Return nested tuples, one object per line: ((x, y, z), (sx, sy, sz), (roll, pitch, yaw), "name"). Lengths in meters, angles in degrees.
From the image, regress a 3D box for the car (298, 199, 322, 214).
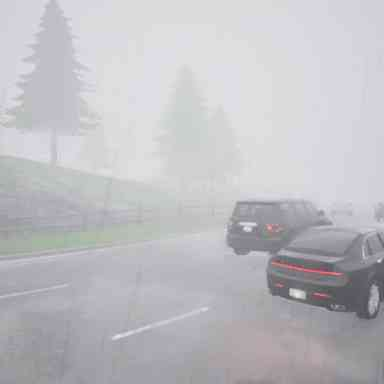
((13.548, 1.596, 38.037), (2.033, 1.411, 5.357), (-1, 0, 26), "car")

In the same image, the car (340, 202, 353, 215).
((14.569, 1.620, 32.160), (1.895, 1.301, 4.718), (-1, 0, 26), "car")

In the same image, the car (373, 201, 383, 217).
((15.461, 1.482, 26.138), (2.128, 1.511, 4.902), (0, 0, 27), "car")

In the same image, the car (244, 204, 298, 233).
((5.227, 1.593, 21.350), (2.033, 1.411, 5.357), (0, 0, 29), "car")

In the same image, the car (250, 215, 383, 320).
((3.541, 1.510, 7.474), (4.892, 1.490, 1.837), (0, 0, -45), "car")

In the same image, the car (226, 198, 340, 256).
((3.468, 1.246, 12.461), (2.150, 2.045, 5.566), (0, 0, 40), "car")
